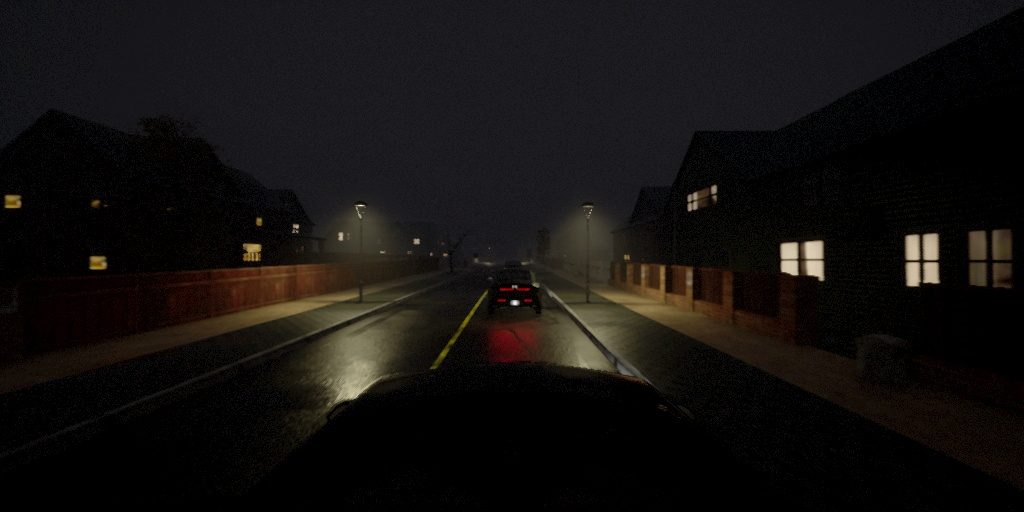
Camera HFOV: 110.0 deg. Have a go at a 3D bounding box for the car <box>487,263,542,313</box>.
[{"bbox_3d":[0.098,1.206,13.720,1.837,1.490,4.892,0,0,0],"label":"car"}]

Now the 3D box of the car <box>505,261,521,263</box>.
[{"bbox_3d":[0.097,1.149,31.035,1.837,1.490,4.892,0,0,0],"label":"car"}]
